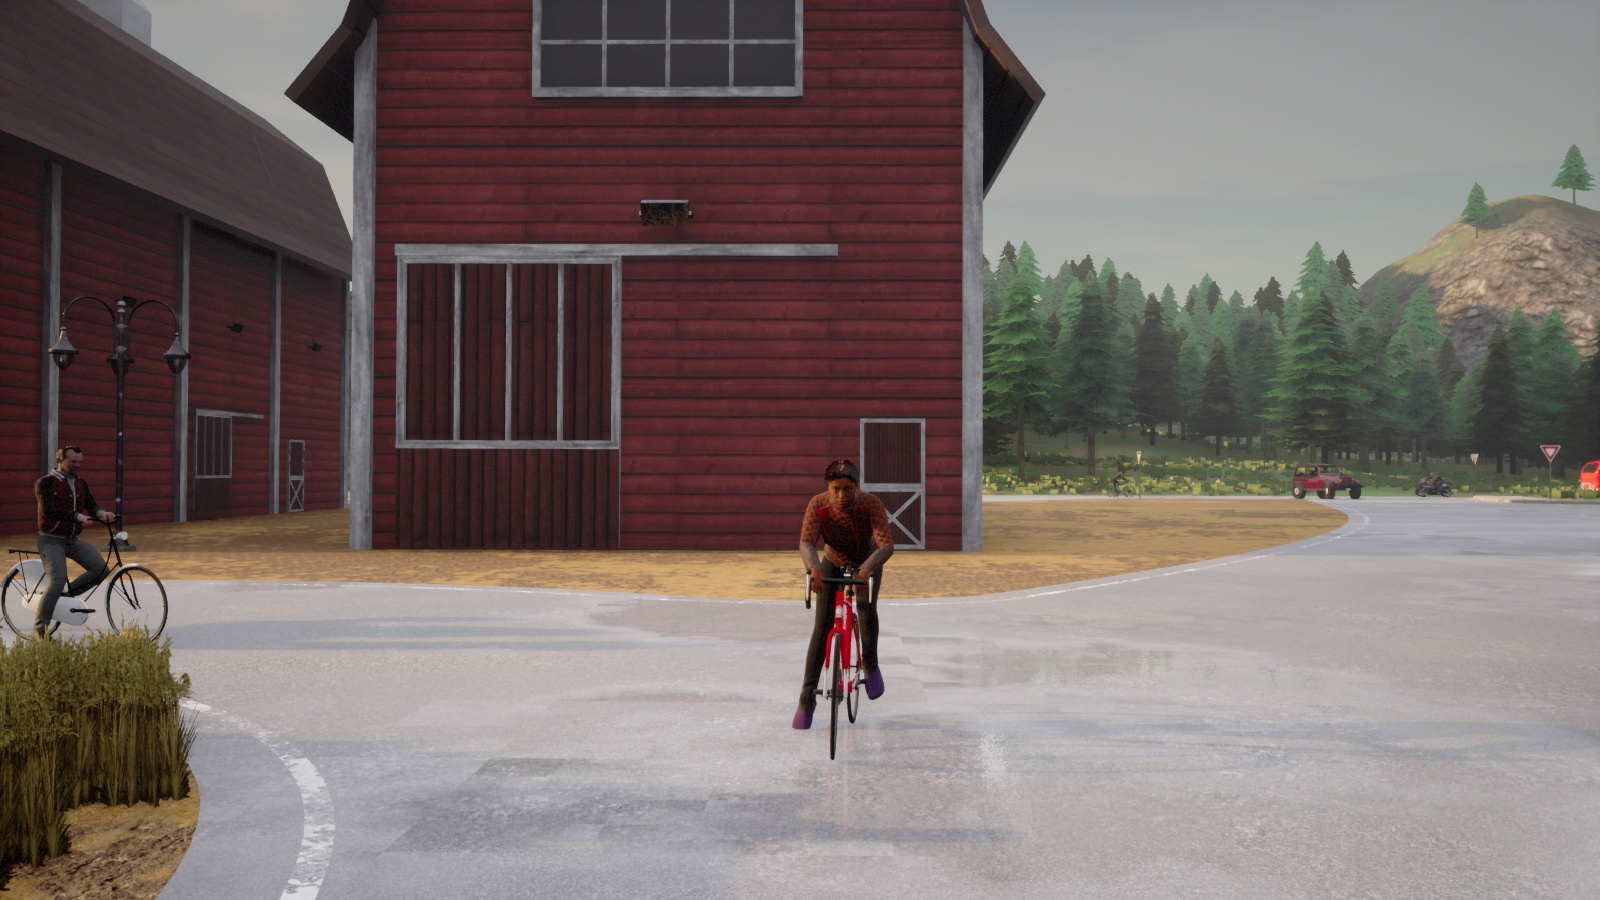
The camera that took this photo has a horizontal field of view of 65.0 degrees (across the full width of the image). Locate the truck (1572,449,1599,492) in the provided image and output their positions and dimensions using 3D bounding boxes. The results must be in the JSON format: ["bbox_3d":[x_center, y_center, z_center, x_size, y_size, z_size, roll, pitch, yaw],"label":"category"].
[{"bbox_3d":[49.022,1.251,74.130,5.204,2.467,2.627,1,-1,2],"label":"truck"}]

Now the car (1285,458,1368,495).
[{"bbox_3d":[27.266,1.387,65.200,1.905,1.878,3.866,0,-2,-17],"label":"car"}]

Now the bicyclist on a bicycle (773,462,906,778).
[{"bbox_3d":[0.272,0.881,7.307,0.582,1.620,1.656,0,-1,8],"label":"bicyclist on a bicycle"}]

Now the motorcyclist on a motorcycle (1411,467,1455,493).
[{"bbox_3d":[37.458,1.795,74.342,2.191,1.530,0.866,0,-1,-3],"label":"motorcyclist on a motorcycle"}]

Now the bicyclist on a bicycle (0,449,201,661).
[{"bbox_3d":[-6.310,0.897,11.119,1.843,1.776,0.659,-1,-1,16],"label":"bicyclist on a bicycle"}]
